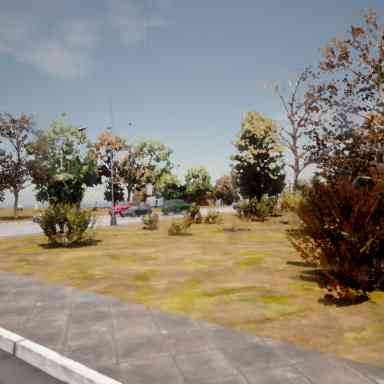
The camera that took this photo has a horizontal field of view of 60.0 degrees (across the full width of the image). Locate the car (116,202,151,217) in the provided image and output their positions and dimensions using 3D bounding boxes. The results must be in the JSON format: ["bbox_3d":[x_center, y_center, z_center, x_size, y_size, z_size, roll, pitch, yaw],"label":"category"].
[{"bbox_3d":[-7.151,2.471,43.058,1.812,1.442,4.674,-3,-2,32],"label":"car"}]

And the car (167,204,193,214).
[{"bbox_3d":[-1.785,2.575,51.581,1.994,1.385,4.181,-3,-2,32],"label":"car"}]

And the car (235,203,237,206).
[{"bbox_3d":[9.361,2.577,62.419,1.895,1.301,4.718,-3,-2,33],"label":"car"}]

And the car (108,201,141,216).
[{"bbox_3d":[-9.126,2.339,46.520,2.150,2.045,5.566,-3,-2,32],"label":"car"}]

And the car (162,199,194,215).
[{"bbox_3d":[-1.807,2.022,44.679,2.150,2.045,5.566,-3,-2,32],"label":"car"}]

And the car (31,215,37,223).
[{"bbox_3d":[-15.321,2.590,36.645,1.812,1.442,4.674,-3,-2,32],"label":"car"}]
